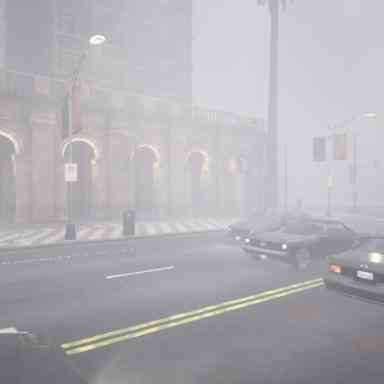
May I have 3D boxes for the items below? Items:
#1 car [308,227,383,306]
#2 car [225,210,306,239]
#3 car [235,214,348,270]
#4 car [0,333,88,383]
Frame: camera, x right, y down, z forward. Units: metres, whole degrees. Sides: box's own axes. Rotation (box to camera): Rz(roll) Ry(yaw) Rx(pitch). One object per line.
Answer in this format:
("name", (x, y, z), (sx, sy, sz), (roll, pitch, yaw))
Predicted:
("car", (5.170, 1.547, 7.464), (5.357, 1.411, 2.033), (0, 0, -35))
("car", (4.095, 1.548, 15.540), (5.357, 1.411, 2.033), (0, 0, -35))
("car", (3.897, 1.601, 11.097), (4.718, 1.301, 1.895), (0, 0, -36))
("car", (-3.163, 1.547, 1.484), (5.357, 1.411, 2.033), (0, 0, -36))
